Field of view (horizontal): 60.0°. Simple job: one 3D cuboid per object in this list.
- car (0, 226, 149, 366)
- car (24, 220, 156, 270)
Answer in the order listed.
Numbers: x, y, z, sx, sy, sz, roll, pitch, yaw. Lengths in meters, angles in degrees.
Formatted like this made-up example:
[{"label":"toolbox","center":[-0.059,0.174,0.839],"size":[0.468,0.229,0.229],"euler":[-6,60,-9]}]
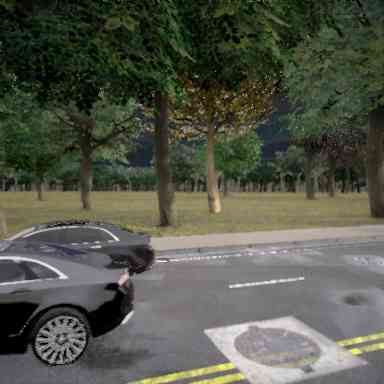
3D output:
[{"label":"car","center":[-3.272,1.489,4.619],"size":[4.902,1.511,2.128],"euler":[-1,0,-19]},{"label":"car","center":[-3.334,1.480,8.039],"size":[4.892,1.490,1.837],"euler":[-1,0,-19]}]
